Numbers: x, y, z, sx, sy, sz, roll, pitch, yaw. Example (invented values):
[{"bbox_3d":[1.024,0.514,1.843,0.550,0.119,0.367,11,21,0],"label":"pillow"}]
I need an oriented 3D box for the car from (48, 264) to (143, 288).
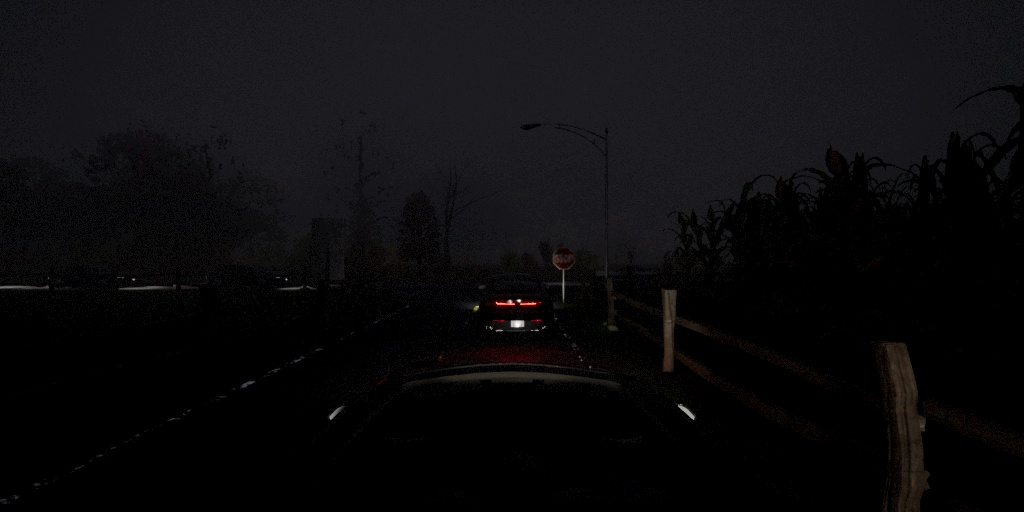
[{"bbox_3d":[-27.249,1.294,23.540,4.892,1.490,1.837,0,0,0],"label":"car"}]

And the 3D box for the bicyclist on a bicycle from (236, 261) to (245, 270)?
[{"bbox_3d":[-22.402,1.241,29.442,0.582,1.620,1.656,0,0,1],"label":"bicyclist on a bicycle"}]

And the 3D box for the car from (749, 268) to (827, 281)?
[{"bbox_3d":[20.049,1.252,25.802,5.357,1.411,2.033,0,0,1],"label":"car"}]

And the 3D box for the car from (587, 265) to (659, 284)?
[{"bbox_3d":[7.869,1.332,25.681,4.718,1.301,1.895,0,0,-5],"label":"car"}]

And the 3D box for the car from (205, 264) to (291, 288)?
[{"bbox_3d":[-17.116,1.282,23.391,4.892,1.490,1.837,0,0,1],"label":"car"}]

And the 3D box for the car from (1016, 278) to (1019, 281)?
[{"bbox_3d":[33.502,1.142,25.600,5.008,1.535,1.882,0,0,1],"label":"car"}]

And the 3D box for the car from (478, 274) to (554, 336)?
[{"bbox_3d":[0.071,1.255,10.366,1.837,1.490,4.892,0,0,-1],"label":"car"}]
